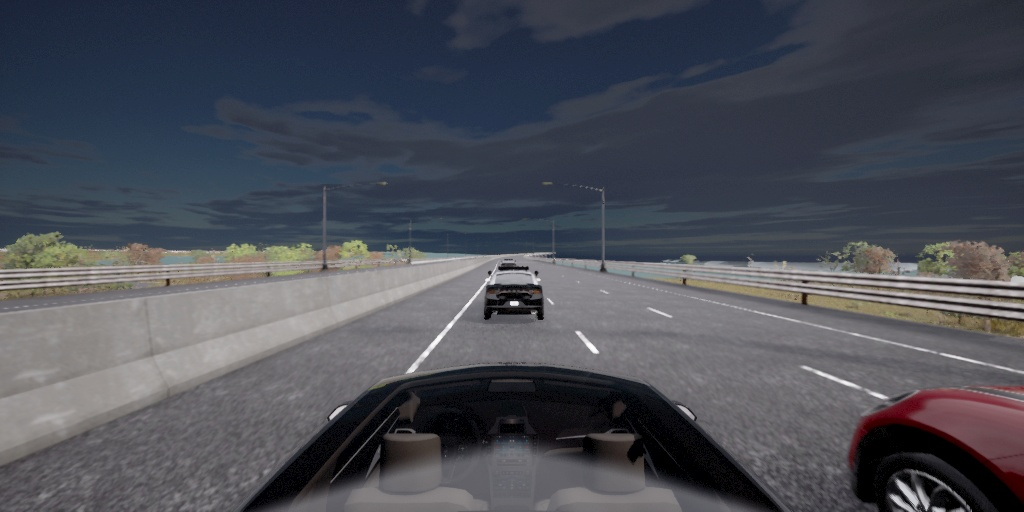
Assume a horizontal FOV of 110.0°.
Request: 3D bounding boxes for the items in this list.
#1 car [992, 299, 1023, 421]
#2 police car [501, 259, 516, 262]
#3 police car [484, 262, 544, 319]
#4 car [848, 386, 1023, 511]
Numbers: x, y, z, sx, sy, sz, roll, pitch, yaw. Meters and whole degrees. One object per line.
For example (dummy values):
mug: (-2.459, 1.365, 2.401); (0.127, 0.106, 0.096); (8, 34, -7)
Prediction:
car: (7.093, 1.274, 2.280); (1.812, 1.442, 4.674); (0, 0, 0)
police car: (-0.427, 1.145, 43.945); (1.930, 1.638, 5.238); (0, 0, -1)
police car: (0.051, 1.174, 13.015); (1.930, 1.638, 5.238); (0, 0, 0)
car: (3.591, 1.101, 0.793); (2.097, 1.767, 4.553); (0, 0, 0)
